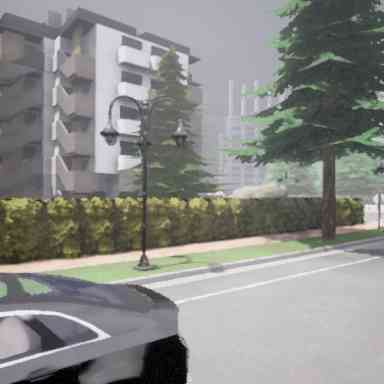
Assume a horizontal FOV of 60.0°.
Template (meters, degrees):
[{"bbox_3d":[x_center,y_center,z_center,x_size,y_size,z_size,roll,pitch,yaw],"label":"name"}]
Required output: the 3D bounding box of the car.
[{"bbox_3d":[-2.289,1.487,2.414,4.902,1.511,2.128,1,0,-36],"label":"car"}]
